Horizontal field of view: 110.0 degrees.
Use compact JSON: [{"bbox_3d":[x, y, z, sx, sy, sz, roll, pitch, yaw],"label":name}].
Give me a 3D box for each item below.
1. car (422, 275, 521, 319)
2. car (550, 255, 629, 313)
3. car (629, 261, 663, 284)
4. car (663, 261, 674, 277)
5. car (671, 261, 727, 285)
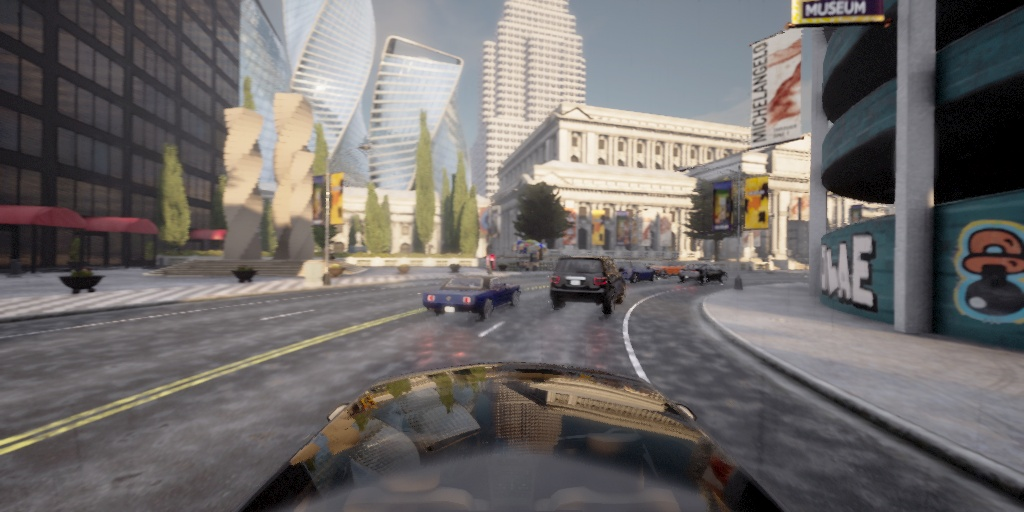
[{"bbox_3d":[-1.164,1.334,12.897,1.895,1.301,4.718,1,0,19],"label":"car"},{"bbox_3d":[3.225,1.005,14.558,2.150,2.045,5.566,0,0,24],"label":"car"},{"bbox_3d":[9.770,1.207,28.676,4.553,1.767,2.097,1,0,-42],"label":"car"},{"bbox_3d":[15.855,1.275,37.112,4.553,1.767,2.097,1,0,-25],"label":"car"},{"bbox_3d":[15.245,1.410,28.550,4.902,1.511,2.128,1,0,-35],"label":"car"}]
